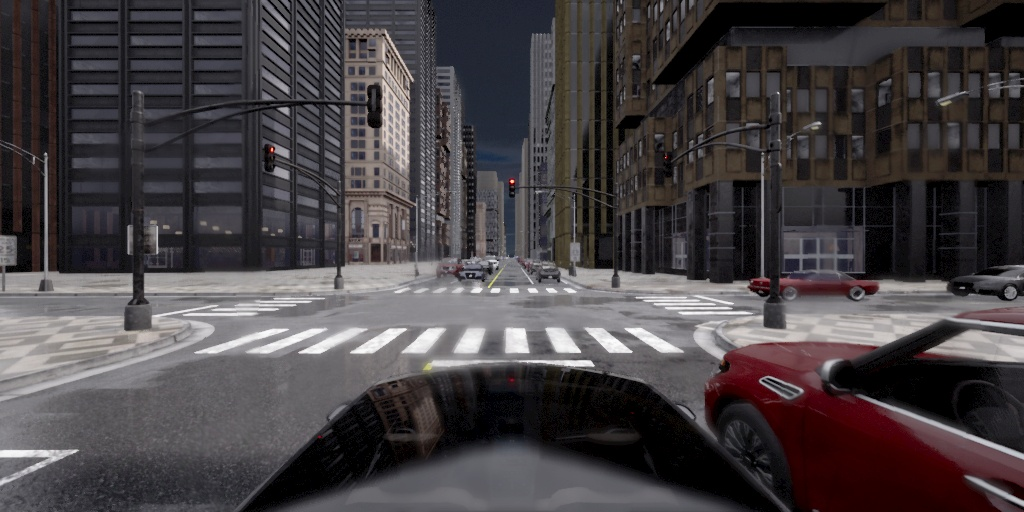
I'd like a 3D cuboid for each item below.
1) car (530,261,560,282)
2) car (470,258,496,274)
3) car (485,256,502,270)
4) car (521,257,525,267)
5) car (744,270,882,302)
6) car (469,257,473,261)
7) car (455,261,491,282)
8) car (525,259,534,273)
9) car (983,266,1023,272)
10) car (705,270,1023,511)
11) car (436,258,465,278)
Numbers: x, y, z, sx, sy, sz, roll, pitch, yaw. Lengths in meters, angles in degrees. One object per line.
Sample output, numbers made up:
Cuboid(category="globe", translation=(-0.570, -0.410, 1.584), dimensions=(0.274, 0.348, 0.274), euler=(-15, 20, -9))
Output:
Cuboid(category="car", translation=(2.780, 1.300, 28.157), dimensions=(2.007, 1.370, 4.403), euler=(0, 0, 0))
Cuboid(category="car", translation=(-3.072, 1.229, 38.872), dimensions=(1.882, 1.535, 5.008), euler=(0, 0, 0))
Cuboid(category="car", translation=(-3.051, 0.978, 51.734), dimensions=(2.150, 2.045, 5.566), euler=(0, 0, 0))
Cuboid(category="car", translation=(2.799, 1.196, 56.360), dimensions=(1.967, 1.591, 4.097), euler=(0, 0, 0))
Cuboid(category="car", translation=(13.529, 1.313, 16.327), dimensions=(4.718, 1.301, 1.895), euler=(0, 0, 0))
Cuboid(category="car", translation=(-5.738, 1.191, 39.435), dimensions=(1.967, 1.591, 4.097), euler=(0, 0, 0))
Cuboid(category="car", translation=(-3.079, 1.314, 28.795), dimensions=(1.994, 1.385, 4.181), euler=(0, 0, 1))
Cuboid(category="car", translation=(2.787, 1.302, 39.438), dimensions=(2.007, 1.370, 4.403), euler=(0, 0, 0))
Cuboid(category="car", translation=(22.963, 1.196, 16.367), dimensions=(4.892, 1.490, 1.837), euler=(0, 0, 0))
Cuboid(category="car", translation=(2.762, 1.065, 1.184), dimensions=(2.192, 1.841, 5.009), euler=(0, 0, 0))
Cuboid(category="car", translation=(-5.741, 1.065, 33.794), dimensions=(2.192, 1.841, 5.009), euler=(0, 0, 0))
